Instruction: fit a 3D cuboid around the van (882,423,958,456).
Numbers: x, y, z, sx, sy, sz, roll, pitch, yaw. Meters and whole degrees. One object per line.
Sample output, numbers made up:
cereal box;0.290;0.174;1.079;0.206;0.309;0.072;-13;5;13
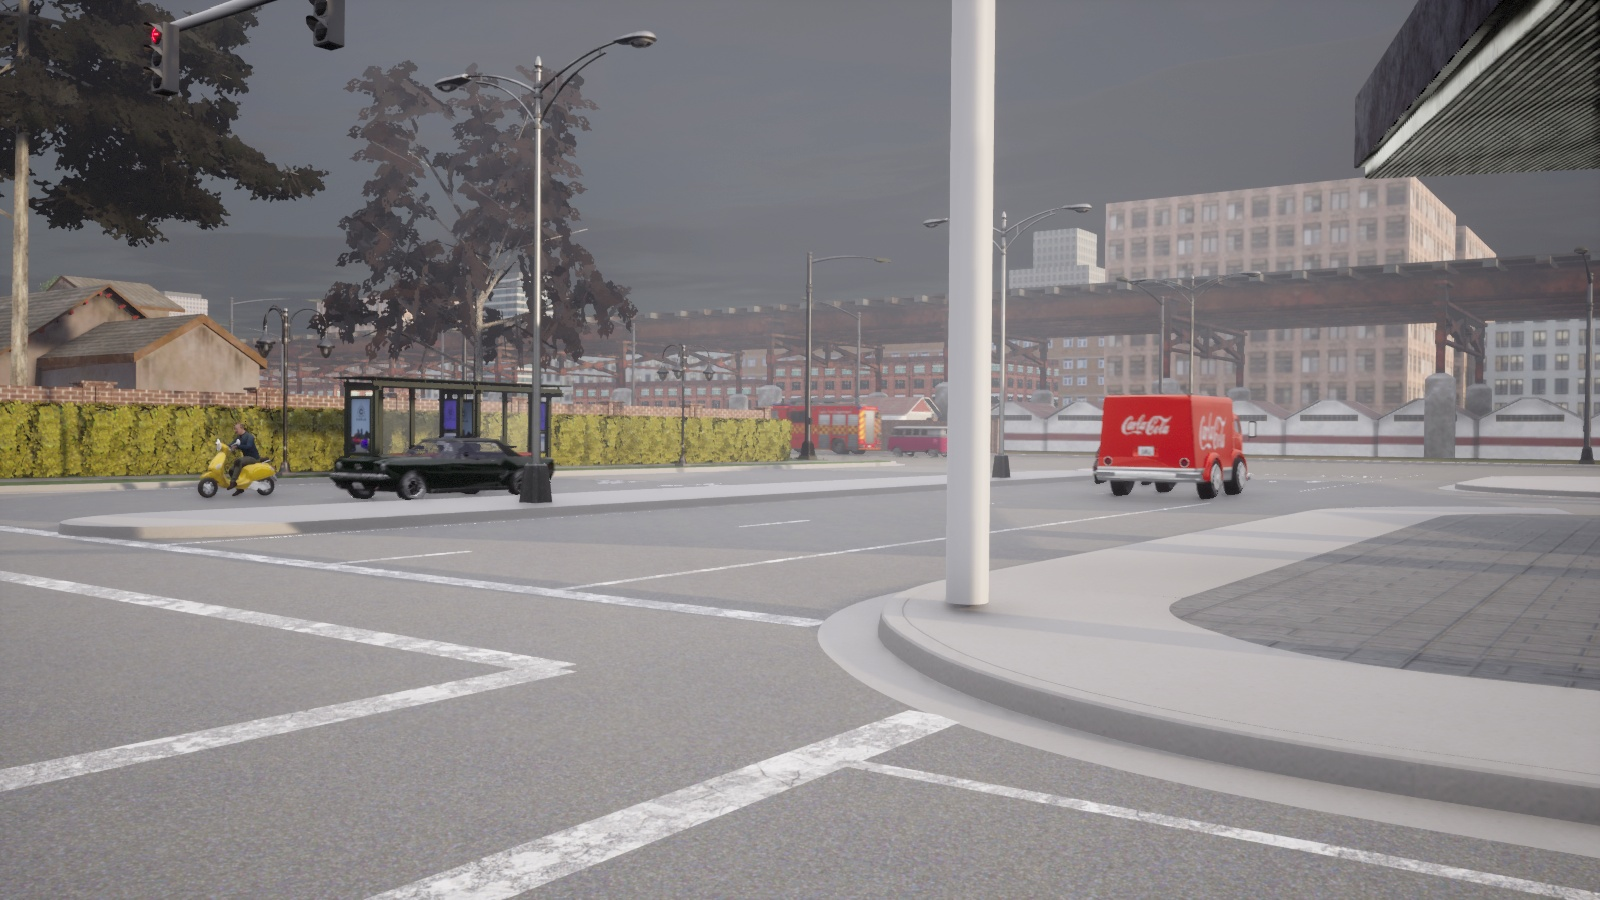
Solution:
van;7.562;-0.667;79.302;4.442;1.987;1.775;0;1;35

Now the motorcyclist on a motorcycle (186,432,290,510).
motorcyclist on a motorcycle;-11.985;0.427;26.842;0.866;1.590;1.817;0;1;35

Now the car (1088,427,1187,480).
car;10.505;0.084;38.898;1.789;1.549;3.705;0;1;35

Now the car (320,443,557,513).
car;-7.623;0.533;26.944;1.895;1.301;4.718;0;1;35

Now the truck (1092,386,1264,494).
truck;9.570;-0.272;31.456;2.627;2.467;5.204;0;1;35

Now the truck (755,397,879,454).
truck;1.133;-1.655;88.102;8.468;3.827;2.891;0;1;35
